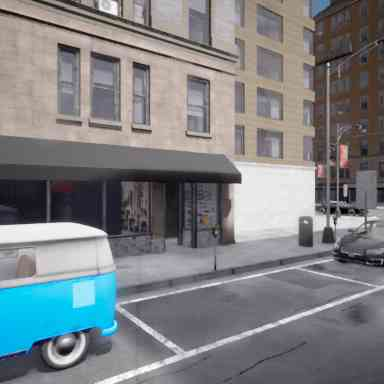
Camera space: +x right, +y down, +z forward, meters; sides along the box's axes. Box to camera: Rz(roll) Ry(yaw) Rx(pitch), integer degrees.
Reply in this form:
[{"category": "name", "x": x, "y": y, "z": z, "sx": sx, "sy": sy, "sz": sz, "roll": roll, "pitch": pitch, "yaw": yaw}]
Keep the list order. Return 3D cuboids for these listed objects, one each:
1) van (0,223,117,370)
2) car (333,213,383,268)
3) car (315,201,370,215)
[{"category": "van", "x": -2.942, "y": 1.341, "z": 4.092, "sx": 3.998, "sy": 1.788, "sz": 1.690, "roll": 0, "pitch": 0, "yaw": -35}, {"category": "car", "x": 6.278, "y": 1.550, "z": 10.666, "sx": 4.403, "sy": 1.369, "sz": 2.008, "roll": 0, "pitch": 0, "yaw": -35}, {"category": "car", "x": 13.814, "y": 1.523, "z": 30.933, "sx": 1.895, "sy": 1.301, "sz": 4.718, "roll": 0, "pitch": 0, "yaw": -35}]
